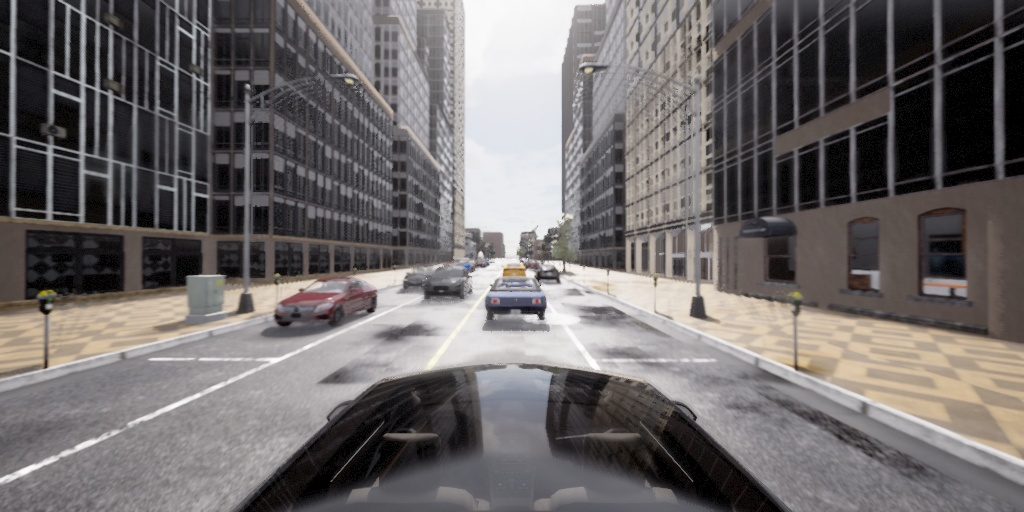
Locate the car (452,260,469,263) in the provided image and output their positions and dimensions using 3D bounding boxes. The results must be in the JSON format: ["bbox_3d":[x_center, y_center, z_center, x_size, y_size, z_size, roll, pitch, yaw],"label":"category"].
[{"bbox_3d":[-5.604,1.322,34.287,1.888,1.381,4.507,0,0,0],"label":"car"}]

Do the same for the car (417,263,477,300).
[{"bbox_3d":[-3.052,1.269,17.902,1.837,1.490,4.892,0,0,0],"label":"car"}]

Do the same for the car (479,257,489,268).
[{"bbox_3d":[-5.522,1.238,62.747,1.967,1.591,4.097,0,0,0],"label":"car"}]

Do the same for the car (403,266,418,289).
[{"bbox_3d":[-5.637,1.316,22.902,2.007,1.370,4.403,0,0,0],"label":"car"}]

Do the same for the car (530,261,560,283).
[{"bbox_3d":[2.760,1.351,28.558,1.948,1.339,4.313,0,0,0],"label":"car"}]

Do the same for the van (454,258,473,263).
[{"bbox_3d":[-5.588,1.123,39.979,1.690,1.789,3.998,0,0,0],"label":"van"}]

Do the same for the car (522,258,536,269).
[{"bbox_3d":[2.826,1.244,51.325,1.967,1.591,4.097,0,0,0],"label":"car"}]

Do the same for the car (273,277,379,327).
[{"bbox_3d":[-5.669,1.335,11.516,1.802,1.307,4.207,0,0,0],"label":"car"}]

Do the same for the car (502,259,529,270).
[{"bbox_3d":[0.175,1.260,30.550,1.882,1.535,5.008,0,0,0],"label":"car"}]

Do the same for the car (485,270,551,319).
[{"bbox_3d":[0.124,1.365,12.766,1.895,1.301,4.718,0,0,0],"label":"car"}]

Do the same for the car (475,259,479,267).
[{"bbox_3d":[-5.571,1.369,45.672,1.802,1.307,4.207,0,0,0],"label":"car"}]
